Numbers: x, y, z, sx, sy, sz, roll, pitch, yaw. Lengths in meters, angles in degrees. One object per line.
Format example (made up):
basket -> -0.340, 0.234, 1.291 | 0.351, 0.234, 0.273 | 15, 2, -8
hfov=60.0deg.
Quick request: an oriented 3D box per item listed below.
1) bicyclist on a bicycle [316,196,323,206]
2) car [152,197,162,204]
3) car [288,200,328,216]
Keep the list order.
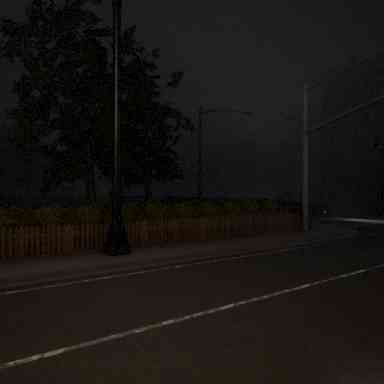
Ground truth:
bicyclist on a bicycle -> 16.101, 1.303, 42.071 | 1.656, 1.620, 0.582 | 0, 0, -35
car -> -5.607, 1.548, 54.320 | 2.033, 1.411, 5.357 | 0, 0, -34
car -> 10.266, 1.491, 31.192 | 2.128, 1.511, 4.902 | 0, 0, -35
